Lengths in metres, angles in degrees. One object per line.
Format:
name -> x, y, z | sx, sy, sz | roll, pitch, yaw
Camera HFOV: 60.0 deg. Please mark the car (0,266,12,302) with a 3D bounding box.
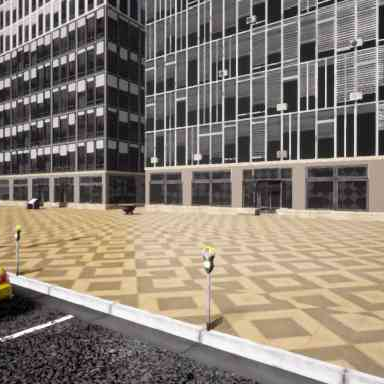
car -> -5.565, 1.526, 6.835 | 4.829, 1.417, 1.752 | 0, 0, 35
